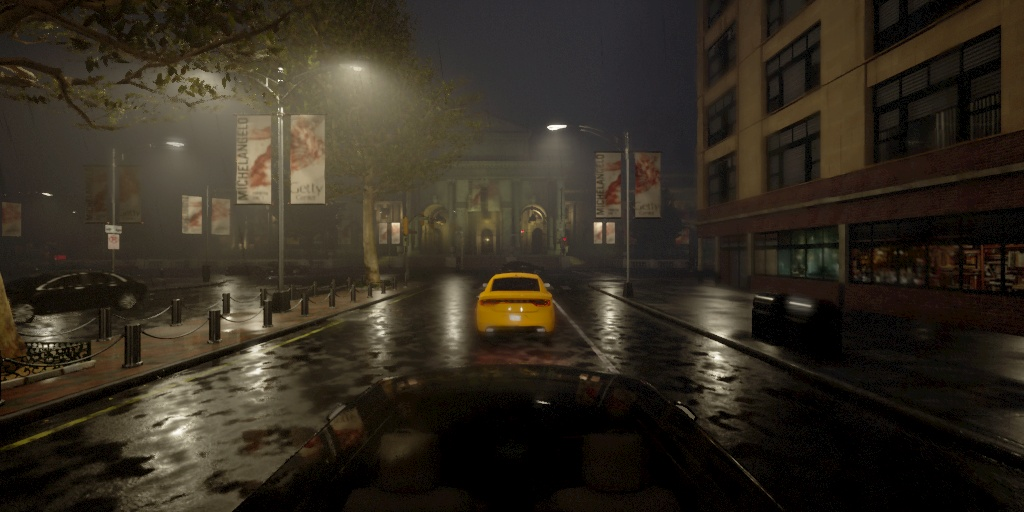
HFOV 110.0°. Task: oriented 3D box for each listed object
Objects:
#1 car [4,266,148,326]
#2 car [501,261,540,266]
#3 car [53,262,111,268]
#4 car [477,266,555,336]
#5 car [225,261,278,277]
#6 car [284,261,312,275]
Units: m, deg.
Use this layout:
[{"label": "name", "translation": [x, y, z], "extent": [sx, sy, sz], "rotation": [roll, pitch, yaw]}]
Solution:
[{"label": "car", "translation": [-15.022, 1.255, 11.794], "extent": [1.837, 1.490, 4.892], "rotation": [0, 0, 1]}, {"label": "car", "translation": [1.214, 1.254, 37.927], "extent": [4.892, 1.490, 1.837], "rotation": [0, 0, 1]}, {"label": "car", "translation": [-42.018, 1.314, 34.913], "extent": [4.181, 1.385, 1.994], "rotation": [0, 0, 0]}, {"label": "car", "translation": [0.122, 1.228, 10.431], "extent": [1.882, 1.535, 5.008], "rotation": [0, 0, 1]}, {"label": "car", "translation": [-25.220, 1.314, 34.745], "extent": [4.181, 1.385, 1.994], "rotation": [0, 0, 1]}, {"label": "car", "translation": [-24.084, 1.227, 38.234], "extent": [5.008, 1.535, 1.882], "rotation": [0, 0, 1]}]
